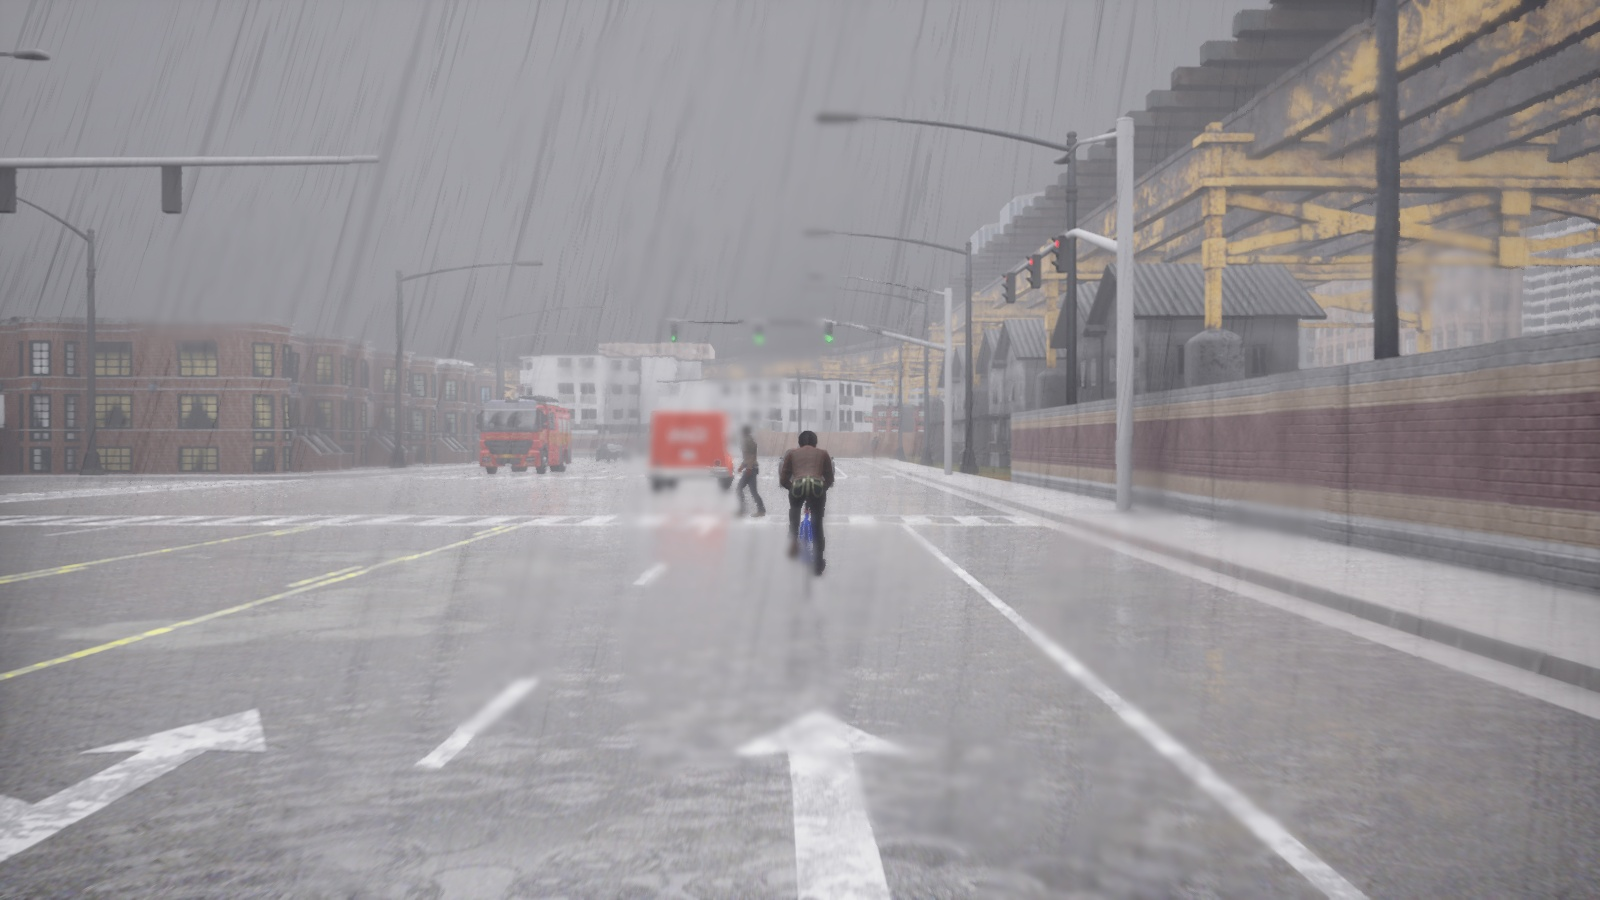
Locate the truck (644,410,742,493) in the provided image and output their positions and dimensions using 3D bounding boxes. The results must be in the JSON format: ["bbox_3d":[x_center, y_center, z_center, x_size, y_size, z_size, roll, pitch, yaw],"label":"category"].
[{"bbox_3d":[-3.276,0.031,39.703,2.627,2.467,5.204,0,0,0],"label":"truck"}]

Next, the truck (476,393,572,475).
[{"bbox_3d":[-13.655,-0.787,62.780,2.891,3.827,8.468,0,0,0],"label":"truck"}]

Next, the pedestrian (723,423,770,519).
[{"bbox_3d":[-1.013,0.394,23.924,0.869,1.805,0.328,0,0,5],"label":"pedestrian"}]

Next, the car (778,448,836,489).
[{"bbox_3d":[0.241,0.601,43.268,1.895,1.301,4.718,0,0,0],"label":"car"}]

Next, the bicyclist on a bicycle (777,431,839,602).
[{"bbox_3d":[0.082,0.627,12.670,0.582,1.620,1.656,0,0,0],"label":"bicyclist on a bicycle"}]
